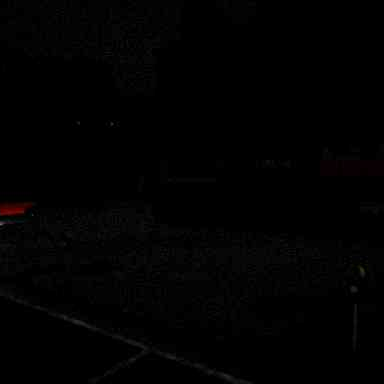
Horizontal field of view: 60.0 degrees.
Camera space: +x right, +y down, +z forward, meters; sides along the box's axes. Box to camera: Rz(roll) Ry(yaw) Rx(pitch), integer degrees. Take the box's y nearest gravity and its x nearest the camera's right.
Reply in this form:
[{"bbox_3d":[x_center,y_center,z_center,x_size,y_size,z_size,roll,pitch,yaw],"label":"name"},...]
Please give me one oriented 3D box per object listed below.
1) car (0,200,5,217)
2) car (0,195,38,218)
[{"bbox_3d":[-13.290,1.383,18.608,1.994,1.385,4.181,1,2,27],"label":"car"},{"bbox_3d":[-13.597,1.024,23.838,2.097,1.767,4.553,1,2,35],"label":"car"}]
